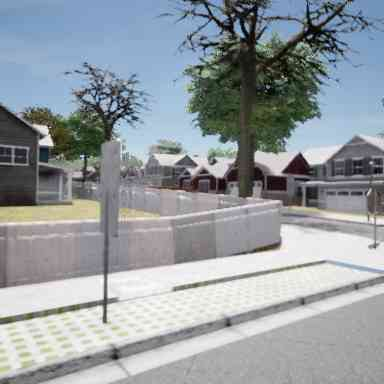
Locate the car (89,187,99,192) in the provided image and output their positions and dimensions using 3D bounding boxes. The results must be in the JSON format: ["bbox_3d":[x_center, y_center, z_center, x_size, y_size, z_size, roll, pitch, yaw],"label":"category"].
[{"bbox_3d":[-14.033,-0.297,49.719,1.812,1.442,4.674,1,1,-34],"label":"car"}]
